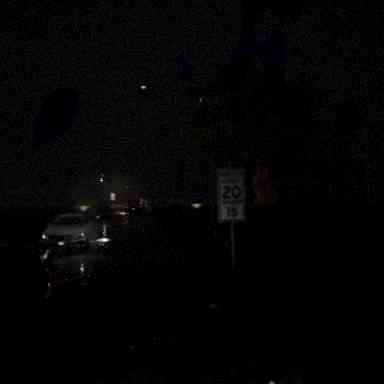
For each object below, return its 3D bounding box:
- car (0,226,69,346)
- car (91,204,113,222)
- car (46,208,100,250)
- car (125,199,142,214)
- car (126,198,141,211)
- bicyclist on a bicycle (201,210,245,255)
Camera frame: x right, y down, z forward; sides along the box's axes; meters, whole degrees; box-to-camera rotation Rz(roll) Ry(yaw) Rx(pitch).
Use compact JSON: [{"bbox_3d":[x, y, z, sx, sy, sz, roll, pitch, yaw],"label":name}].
[{"bbox_3d":[-3.726,1.650,5.649,2.033,1.411,5.357,-1,0,-10],"label":"car"},{"bbox_3d":[-8.049,1.795,29.360,2.128,1.511,4.902,-1,0,-10],"label":"car"},{"bbox_3d":[-5.455,1.703,15.100,1.812,1.442,4.674,-1,0,-10],"label":"car"},{"bbox_3d":[-7.002,1.901,39.871,1.994,1.385,4.181,-1,0,-10],"label":"car"},{"bbox_3d":[-8.829,1.807,49.867,2.097,1.767,4.553,-1,-1,-10],"label":"car"},{"bbox_3d":[1.129,1.474,12.077,1.656,1.620,0.582,-1,-1,-10],"label":"bicyclist on a bicycle"}]
